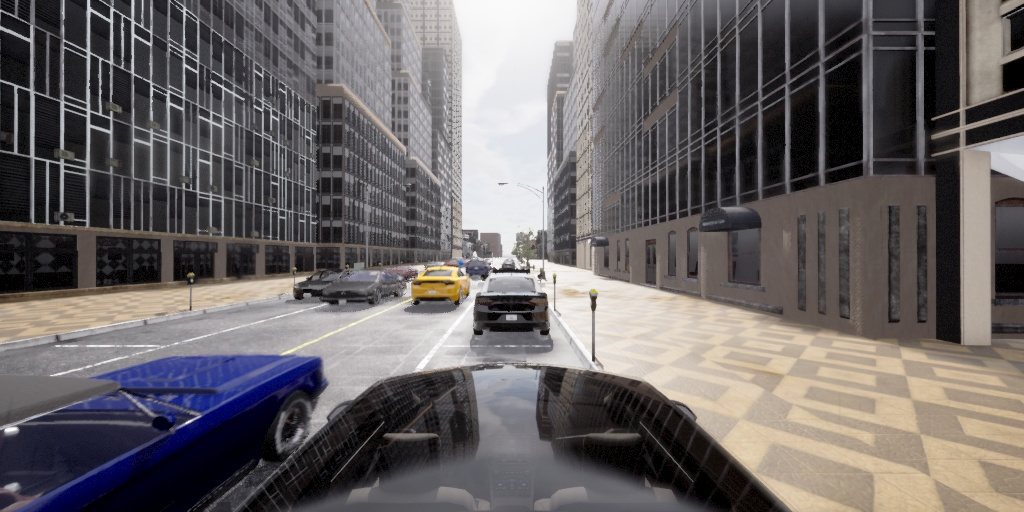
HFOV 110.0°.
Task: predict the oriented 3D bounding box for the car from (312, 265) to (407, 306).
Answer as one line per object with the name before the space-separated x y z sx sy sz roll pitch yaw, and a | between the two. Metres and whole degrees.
car | -6.246 1.296 15.880 2.033 1.411 5.357 0 0 0

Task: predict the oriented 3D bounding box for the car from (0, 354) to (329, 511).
car | -3.046 1.350 2.016 1.895 1.301 4.718 0 0 0

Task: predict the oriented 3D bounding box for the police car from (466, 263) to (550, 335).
police car | -0.012 1.174 10.609 1.930 1.638 5.238 0 0 0

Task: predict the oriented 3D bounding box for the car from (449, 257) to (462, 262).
car | -8.836 1.273 51.803 1.888 1.381 4.507 0 0 0

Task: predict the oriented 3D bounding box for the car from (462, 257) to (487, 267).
car | -3.145 1.092 33.841 2.097 1.767 4.553 0 0 0

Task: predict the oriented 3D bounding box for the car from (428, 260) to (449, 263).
car | -8.836 1.286 40.419 2.007 1.370 4.403 0 0 0

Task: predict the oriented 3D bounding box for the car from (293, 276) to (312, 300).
car | -8.836 1.313 17.650 1.948 1.339 4.313 0 0 0

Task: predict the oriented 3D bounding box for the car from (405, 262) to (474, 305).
car | -3.045 1.225 16.157 1.882 1.535 5.008 0 0 0

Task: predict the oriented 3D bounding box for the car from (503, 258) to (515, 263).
car | -0.455 1.298 46.099 1.948 1.339 4.313 0 0 0
